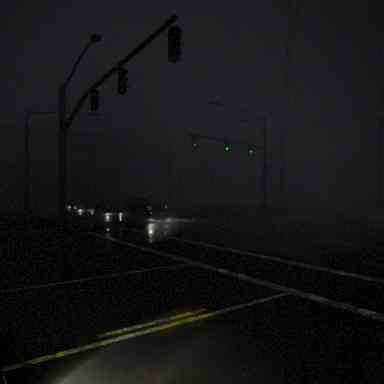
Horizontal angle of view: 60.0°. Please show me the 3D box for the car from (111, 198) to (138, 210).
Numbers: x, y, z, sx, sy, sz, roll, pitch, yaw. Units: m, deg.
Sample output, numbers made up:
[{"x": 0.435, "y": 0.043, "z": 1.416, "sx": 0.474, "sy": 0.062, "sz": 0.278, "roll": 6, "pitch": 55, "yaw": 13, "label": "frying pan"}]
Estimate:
[{"x": -8.875, "y": 1.526, "z": 43.442, "sx": 1.812, "sy": 1.442, "sz": 4.674, "roll": 0, "pitch": 0, "yaw": -36, "label": "car"}]

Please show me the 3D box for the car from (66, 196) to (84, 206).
[{"x": -19.597, "y": 1.492, "z": 56.043, "sx": 2.128, "sy": 1.511, "sz": 4.902, "roll": 0, "pitch": 0, "yaw": -10, "label": "car"}]

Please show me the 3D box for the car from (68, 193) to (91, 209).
[{"x": -15.559, "y": 1.221, "z": 46.656, "sx": 2.150, "sy": 2.045, "sz": 5.566, "roll": 0, "pitch": 0, "yaw": -33, "label": "car"}]

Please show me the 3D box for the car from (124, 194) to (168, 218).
[{"x": -4.036, "y": 1.352, "z": 30.468, "sx": 2.097, "sy": 1.767, "sz": 4.553, "roll": 0, "pitch": 0, "yaw": -36, "label": "car"}]

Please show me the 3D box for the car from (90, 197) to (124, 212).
[{"x": -9.818, "y": 1.526, "z": 38.474, "sx": 1.812, "sy": 1.442, "sz": 4.674, "roll": 0, "pitch": 0, "yaw": -36, "label": "car"}]

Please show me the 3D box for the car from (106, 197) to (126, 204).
[{"x": -15.429, "y": 1.601, "z": 67.597, "sx": 1.895, "sy": 1.301, "sz": 4.718, "roll": 0, "pitch": 0, "yaw": 16, "label": "car"}]

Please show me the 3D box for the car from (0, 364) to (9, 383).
[{"x": -3.632, "y": 1.547, "z": 1.216, "sx": 5.357, "sy": 1.411, "sz": 2.033, "roll": 0, "pitch": 0, "yaw": -35, "label": "car"}]
